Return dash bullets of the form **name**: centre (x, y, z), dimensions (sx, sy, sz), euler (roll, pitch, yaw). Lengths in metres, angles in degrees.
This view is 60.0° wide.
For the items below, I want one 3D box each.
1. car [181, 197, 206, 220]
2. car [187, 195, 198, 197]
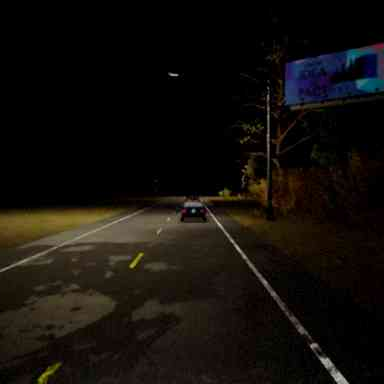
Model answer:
- **car**: centre (0.100, 1.344, 25.404), dimensions (2.033, 1.411, 5.357), euler (0, 0, 0)
- **car**: centre (0.100, 1.152, 42.490), dimensions (2.128, 1.511, 4.902), euler (0, 1, 0)
